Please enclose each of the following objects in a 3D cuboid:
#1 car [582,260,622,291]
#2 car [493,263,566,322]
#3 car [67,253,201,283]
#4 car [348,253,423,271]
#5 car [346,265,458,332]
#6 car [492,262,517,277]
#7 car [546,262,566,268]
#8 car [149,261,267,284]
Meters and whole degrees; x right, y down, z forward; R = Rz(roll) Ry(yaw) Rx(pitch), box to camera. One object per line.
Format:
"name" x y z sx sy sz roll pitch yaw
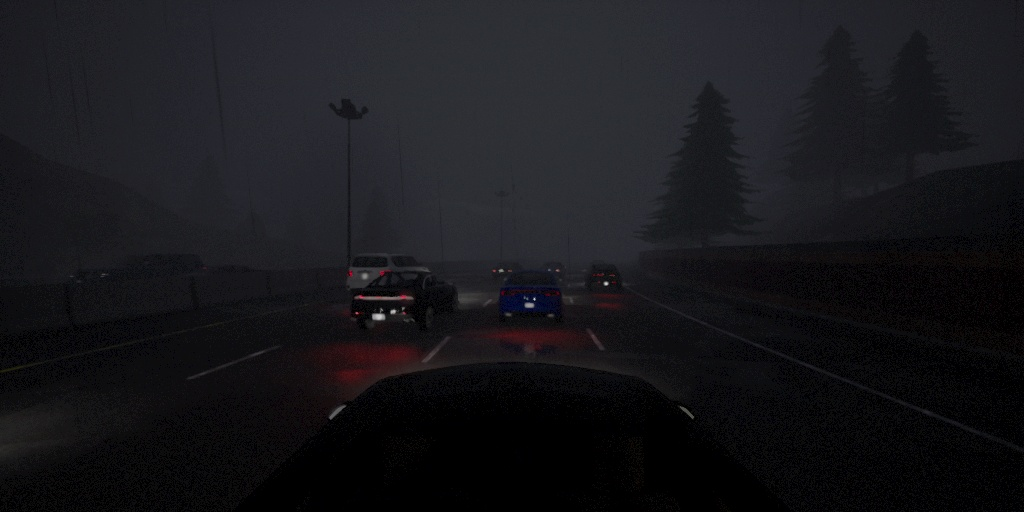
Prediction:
"car" 5.317 1.183 21.203 1.837 1.490 4.892 0 0 9
"car" 0.688 1.184 12.250 1.882 1.535 5.008 0 0 5
"car" -19.854 0.857 19.473 2.150 2.045 5.566 0 0 7
"car" -5.808 0.892 17.606 2.150 2.045 5.566 0 0 7
"car" -2.939 1.197 10.781 2.128 1.511 4.902 0 0 4
"car" -0.225 1.177 29.813 2.033 1.411 5.357 0 0 12
"car" 3.551 1.181 30.692 2.033 1.411 5.357 0 0 13
"car" -16.257 1.186 20.032 2.033 1.411 5.357 0 0 8
